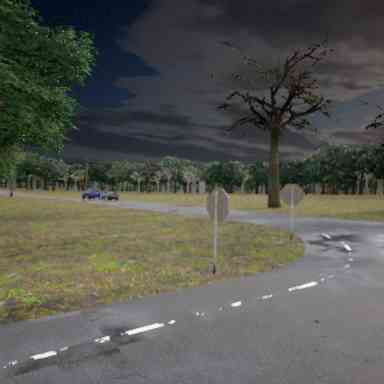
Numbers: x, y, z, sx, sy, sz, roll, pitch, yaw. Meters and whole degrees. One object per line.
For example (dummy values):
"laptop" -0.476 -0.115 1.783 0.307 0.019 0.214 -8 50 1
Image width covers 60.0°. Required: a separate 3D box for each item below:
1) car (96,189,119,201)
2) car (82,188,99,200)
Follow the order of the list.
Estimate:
"car" -13.380 0.668 53.751 1.837 1.490 4.892 2 -1 -35
"car" -18.085 0.351 60.227 2.150 2.045 5.566 2 -1 -36
